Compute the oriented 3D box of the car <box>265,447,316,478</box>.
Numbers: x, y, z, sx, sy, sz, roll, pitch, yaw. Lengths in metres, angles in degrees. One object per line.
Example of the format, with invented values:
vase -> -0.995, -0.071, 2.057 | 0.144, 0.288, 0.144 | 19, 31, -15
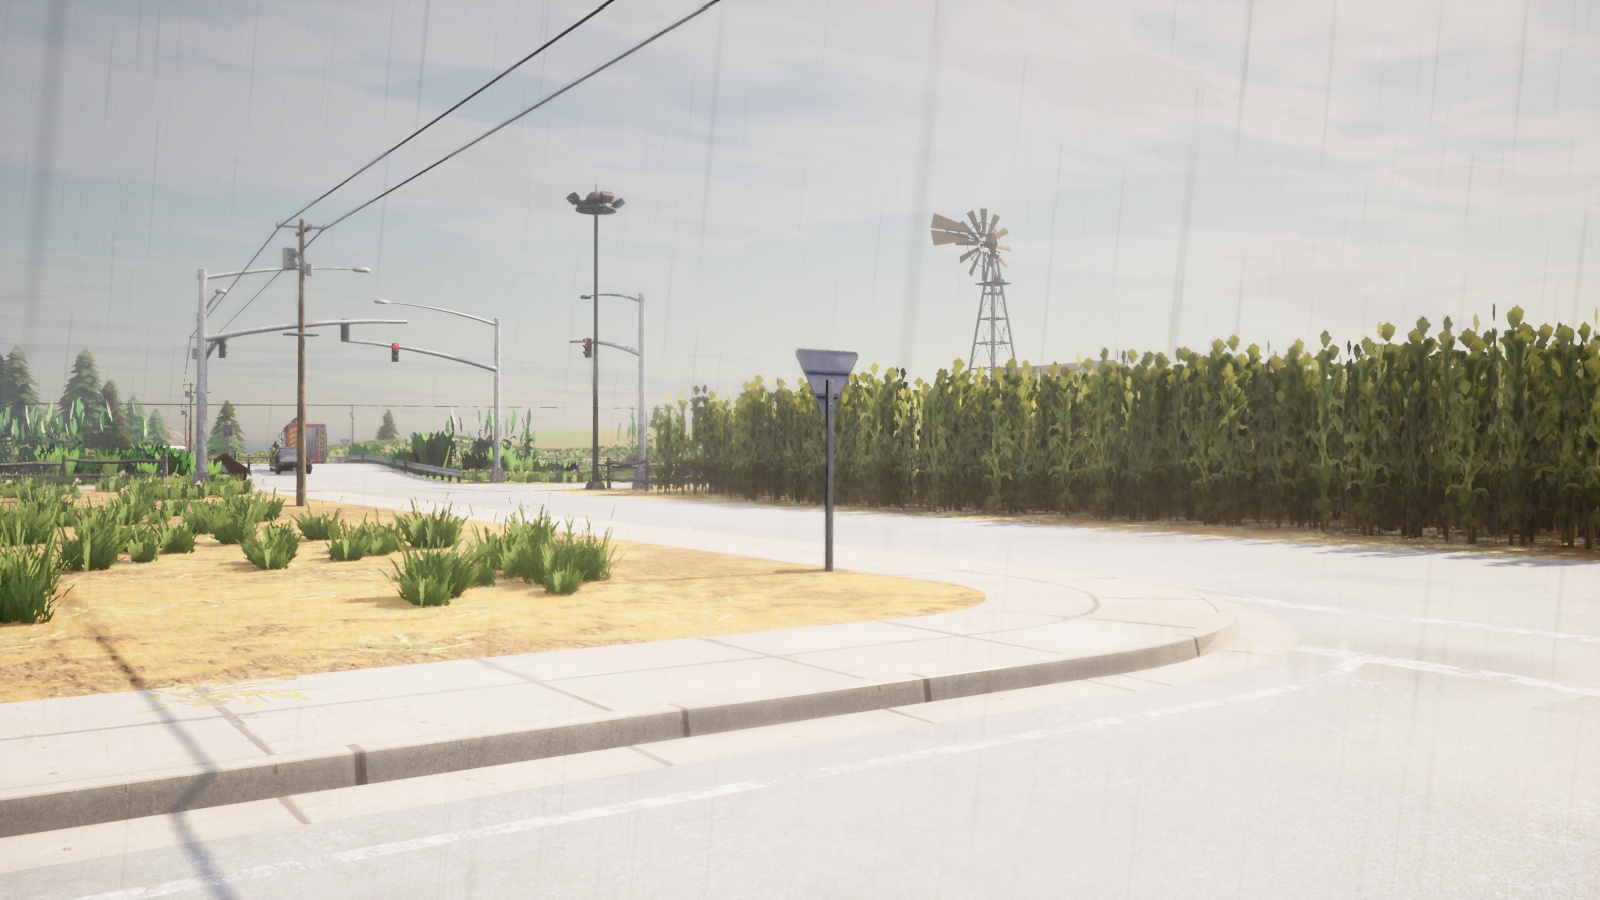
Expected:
car -> -28.228, 0.655, 69.513 | 2.033, 1.411, 5.357 | 0, 3, -28
